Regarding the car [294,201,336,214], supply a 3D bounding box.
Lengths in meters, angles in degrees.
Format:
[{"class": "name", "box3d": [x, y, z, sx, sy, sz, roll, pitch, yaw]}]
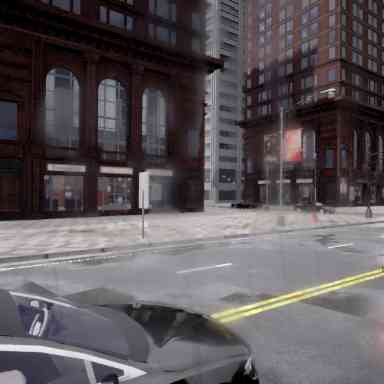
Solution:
[{"class": "car", "box3d": [13.499, 1.701, 36.834, 1.812, 1.442, 4.674, 1, -1, -36]}]

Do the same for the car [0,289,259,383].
[{"class": "car", "box3d": [-1.617, 1.491, 2.292, 4.902, 1.511, 2.128, 0, 0, -35]}]

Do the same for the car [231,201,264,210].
[{"class": "car", "box3d": [7.507, 1.824, 45.265, 1.895, 1.301, 4.718, 1, -1, -35]}]
